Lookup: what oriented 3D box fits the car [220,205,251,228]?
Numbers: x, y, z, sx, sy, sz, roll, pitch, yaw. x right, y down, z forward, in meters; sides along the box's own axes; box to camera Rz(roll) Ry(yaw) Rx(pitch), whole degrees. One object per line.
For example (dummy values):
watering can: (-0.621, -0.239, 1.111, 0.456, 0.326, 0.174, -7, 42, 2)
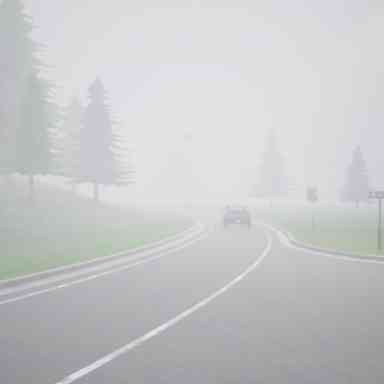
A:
car: (3.126, 1.704, 24.110, 2.128, 1.511, 4.902, 1, 0, 3)
